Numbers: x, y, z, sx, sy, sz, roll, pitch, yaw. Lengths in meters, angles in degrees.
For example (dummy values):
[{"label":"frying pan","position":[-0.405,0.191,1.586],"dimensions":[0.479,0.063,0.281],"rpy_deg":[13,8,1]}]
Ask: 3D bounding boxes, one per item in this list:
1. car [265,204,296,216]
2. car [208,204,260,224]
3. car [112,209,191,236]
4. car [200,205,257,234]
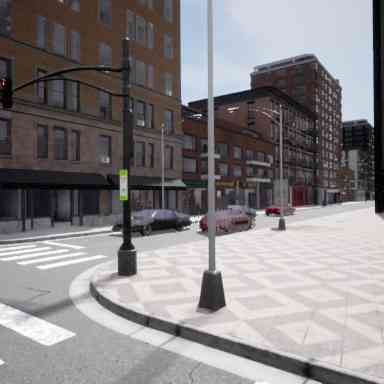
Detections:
[{"label":"car","position":[9.705,1.929,36.494],"dimensions":[1.895,1.301,4.718],"rpy_deg":[-1,-1,36]},{"label":"car","position":[3.690,1.792,28.167],"dimensions":[2.033,1.411,5.357],"rpy_deg":[-1,-1,35]},{"label":"car","position":[-2.218,1.708,19.961],"dimensions":[2.033,1.411,5.357],"rpy_deg":[-1,-1,36]},{"label":"car","position":[2.278,1.719,20.738],"dimensions":[1.994,1.385,4.181],"rpy_deg":[-1,-1,36]}]
